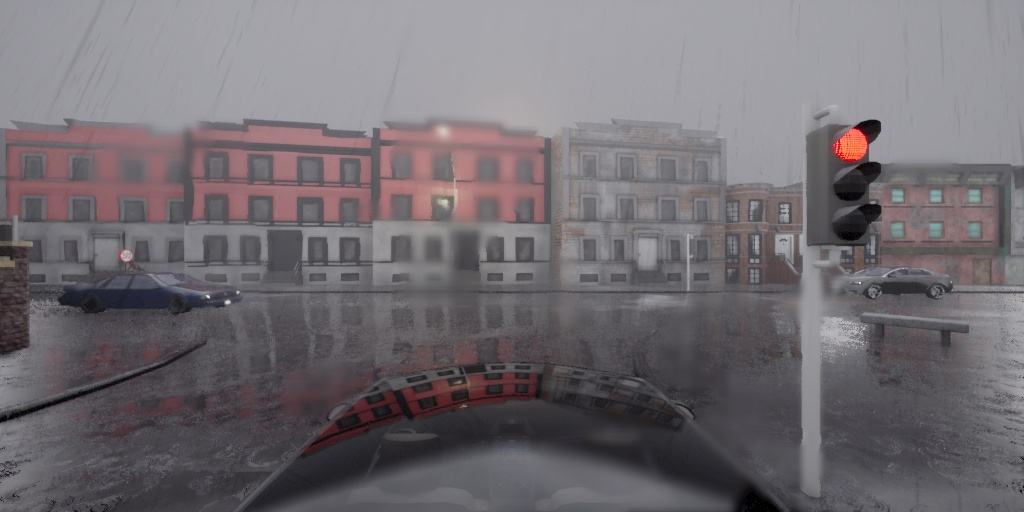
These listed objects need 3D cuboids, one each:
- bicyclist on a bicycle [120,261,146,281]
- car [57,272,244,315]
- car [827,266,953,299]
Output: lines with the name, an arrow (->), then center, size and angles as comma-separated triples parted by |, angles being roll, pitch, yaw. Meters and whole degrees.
bicyclist on a bicycle -> -22.690, 1.098, 21.514 | 0.582, 1.620, 1.656 | 0, 0, 0
car -> -13.019, 1.297, 13.087 | 5.357, 1.411, 2.033 | 0, 0, 0
car -> 18.126, 1.242, 17.335 | 4.902, 1.511, 2.128 | 0, 0, 0
